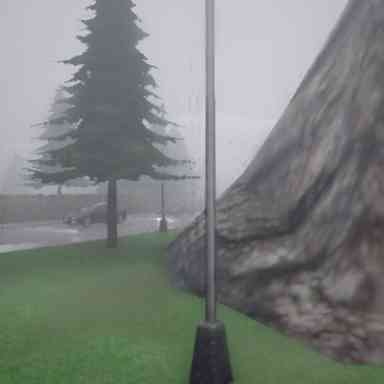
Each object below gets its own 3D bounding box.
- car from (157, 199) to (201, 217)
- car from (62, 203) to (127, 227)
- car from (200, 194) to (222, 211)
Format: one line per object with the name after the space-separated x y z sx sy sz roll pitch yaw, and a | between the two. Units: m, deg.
-1.359 1.603 32.212 2.033 1.411 5.357 0 0 25 | car
-6.719 1.560 23.303 1.837 1.490 4.892 0 0 34 | car
2.332 1.283 42.015 2.150 2.045 5.566 0 0 16 | car
